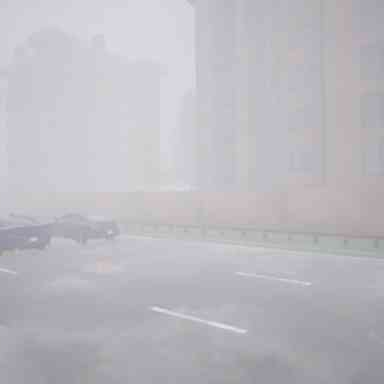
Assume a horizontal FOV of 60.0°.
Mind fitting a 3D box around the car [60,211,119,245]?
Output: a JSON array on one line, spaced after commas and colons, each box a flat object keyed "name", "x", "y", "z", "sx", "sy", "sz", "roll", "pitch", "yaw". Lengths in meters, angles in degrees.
[{"name": "car", "x": -5.594, "y": 1.680, "z": 16.481, "sx": 4.674, "sy": 1.442, "sz": 1.812, "roll": -1, "pitch": 0, "yaw": 36}]

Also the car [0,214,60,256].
[{"name": "car", "x": -7.904, "y": 1.635, "z": 13.833, "sx": 5.008, "sy": 1.535, "sz": 1.882, "roll": 0, "pitch": 0, "yaw": 36}]
